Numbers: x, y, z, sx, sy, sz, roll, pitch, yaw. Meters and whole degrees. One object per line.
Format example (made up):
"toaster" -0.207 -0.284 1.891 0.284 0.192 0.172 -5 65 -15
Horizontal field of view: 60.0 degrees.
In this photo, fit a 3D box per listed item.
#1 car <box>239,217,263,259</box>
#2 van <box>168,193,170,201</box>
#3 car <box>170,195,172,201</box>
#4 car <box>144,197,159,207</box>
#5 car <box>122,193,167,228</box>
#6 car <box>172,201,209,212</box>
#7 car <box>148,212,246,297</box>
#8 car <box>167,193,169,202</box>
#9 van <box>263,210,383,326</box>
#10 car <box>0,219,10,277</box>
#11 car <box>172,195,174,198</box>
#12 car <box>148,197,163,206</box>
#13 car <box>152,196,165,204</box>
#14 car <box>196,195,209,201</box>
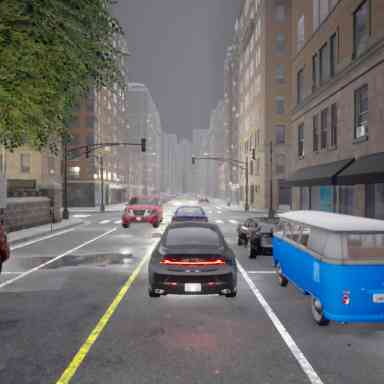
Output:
"car" 2.764 1.563 12.455 1.947 1.339 4.313 0 0 0
"van" -6.231 1.310 72.177 1.690 1.788 3.998 0 0 0
"car" -6.273 1.522 77.628 2.008 1.369 4.403 0 0 0
"car" -6.058 1.497 50.205 1.752 1.417 4.829 0 0 0
"car" -3.170 1.214 22.380 2.150 2.045 5.566 0 0 0
"car" -0.104 1.472 18.032 1.882 1.535 5.008 0 0 0
"car" 0.009 1.503 8.536 1.837 1.490 4.892 0 0 0
"car" -6.188 1.513 66.727 1.887 1.381 4.507 0 0 0
"van" 2.808 1.340 6.795 1.690 1.788 3.998 0 0 0
"car" -5.717 1.314 6.688 2.192 1.841 5.009 0 0 0
"car" -6.317 1.288 83.079 2.192 1.841 5.009 0 0 0
"car" -6.102 1.521 55.825 2.008 1.369 4.403 0 0 0
"car" -6.145 1.514 61.276 1.887 1.381 4.507 0 0 0
"car" 2.336 1.409 66.830 1.967 1.590 4.097 0 0 0
